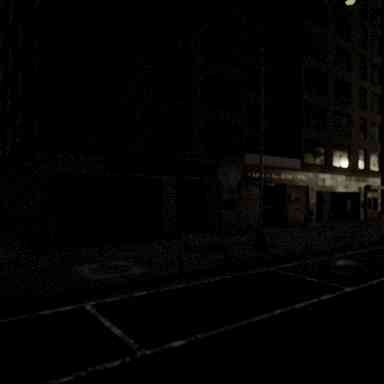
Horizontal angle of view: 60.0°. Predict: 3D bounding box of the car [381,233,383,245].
[{"bbox_3d":[9.508,1.590,13.609,4.829,1.417,1.752,0,1,-36],"label":"car"}]
